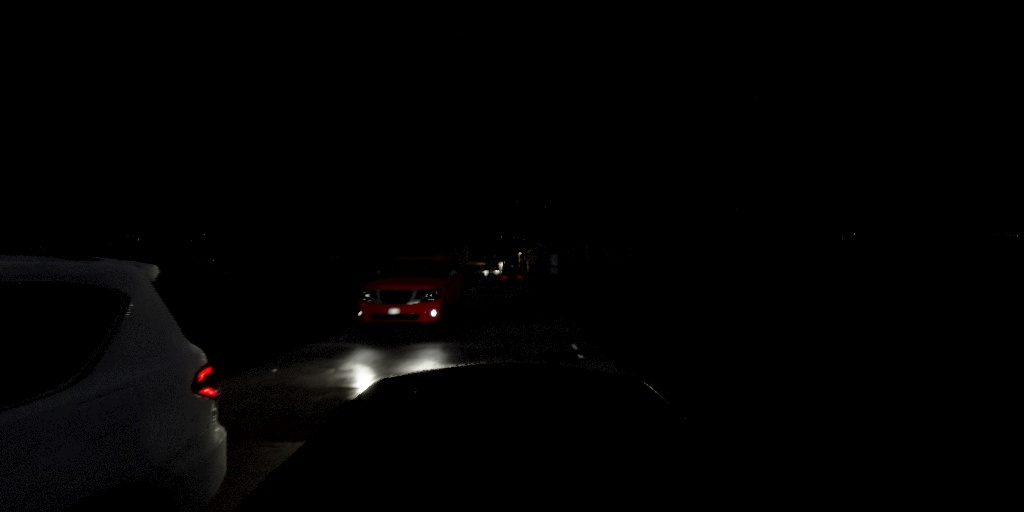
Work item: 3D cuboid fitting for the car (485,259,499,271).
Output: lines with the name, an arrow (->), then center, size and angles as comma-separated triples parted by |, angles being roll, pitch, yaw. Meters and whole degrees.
car -> -2.822, 1.234, 51.107 | 1.882, 1.535, 5.008 | 0, 0, 0

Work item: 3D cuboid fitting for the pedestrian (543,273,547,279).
pedestrian -> 2.825, 1.060, 31.288 | 0.375, 1.860, 0.375 | -1, 1, -10

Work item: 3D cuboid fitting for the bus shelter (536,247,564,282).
bus shelter -> 3.125, 0.643, 29.540 | 1.920, 2.740, 3.880 | 0, 0, 0

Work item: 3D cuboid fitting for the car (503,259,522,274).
car -> 0.010, 1.140, 40.799 | 2.097, 1.767, 4.553 | 0, 0, 0

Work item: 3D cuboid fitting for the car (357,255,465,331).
car -> -2.838, 0.979, 11.389 | 2.150, 2.045, 5.566 | 0, 0, 0
